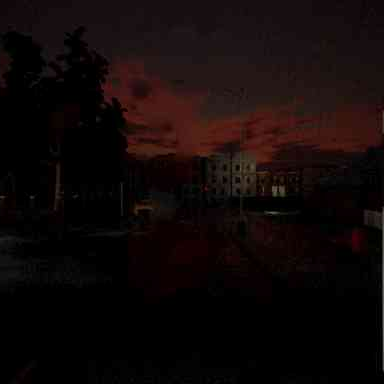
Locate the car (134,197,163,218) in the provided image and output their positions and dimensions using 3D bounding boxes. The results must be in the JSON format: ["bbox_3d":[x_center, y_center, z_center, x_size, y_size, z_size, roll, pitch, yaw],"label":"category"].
[{"bbox_3d":[-4.136,1.477,30.882,1.882,1.535,5.008,0,0,0],"label":"car"}]

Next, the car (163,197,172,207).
[{"bbox_3d":[-4.112,1.490,52.342,2.128,1.511,4.902,0,0,0],"label":"car"}]
